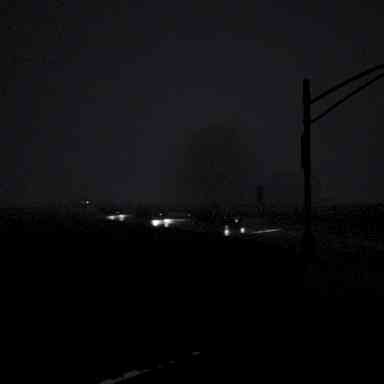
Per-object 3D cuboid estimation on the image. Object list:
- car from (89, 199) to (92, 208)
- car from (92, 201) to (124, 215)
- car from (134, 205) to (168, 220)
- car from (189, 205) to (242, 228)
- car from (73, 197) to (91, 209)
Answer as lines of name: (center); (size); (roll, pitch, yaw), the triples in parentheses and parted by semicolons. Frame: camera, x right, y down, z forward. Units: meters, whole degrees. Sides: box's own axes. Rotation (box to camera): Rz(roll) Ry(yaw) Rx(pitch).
car: (-14.369, 2.153, 53.812); (2.128, 1.511, 4.902); (-1, 0, -35)
car: (-10.418, 2.113, 41.985); (2.033, 1.411, 5.357); (-1, 0, -36)
car: (-4.168, 1.981, 33.243); (1.994, 1.385, 4.181); (-1, 0, -37)
car: (1.662, 1.771, 25.126); (2.128, 1.511, 4.902); (-1, 0, -36)
car: (-20.425, 2.028, 62.250); (2.150, 2.045, 5.566); (-1, 0, -36)
